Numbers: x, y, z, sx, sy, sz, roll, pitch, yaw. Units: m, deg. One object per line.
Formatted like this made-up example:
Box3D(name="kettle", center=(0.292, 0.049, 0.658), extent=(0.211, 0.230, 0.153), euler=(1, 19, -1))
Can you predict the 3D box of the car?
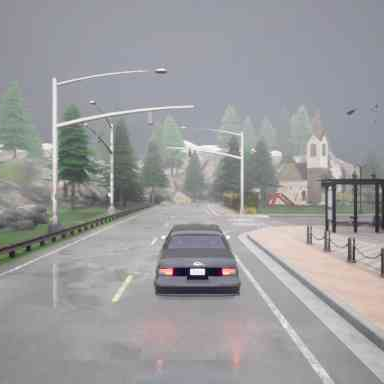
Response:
Box3D(name="car", center=(0.103, 1.547, 8.762), extent=(2.033, 1.411, 5.357), euler=(0, 0, 0))
